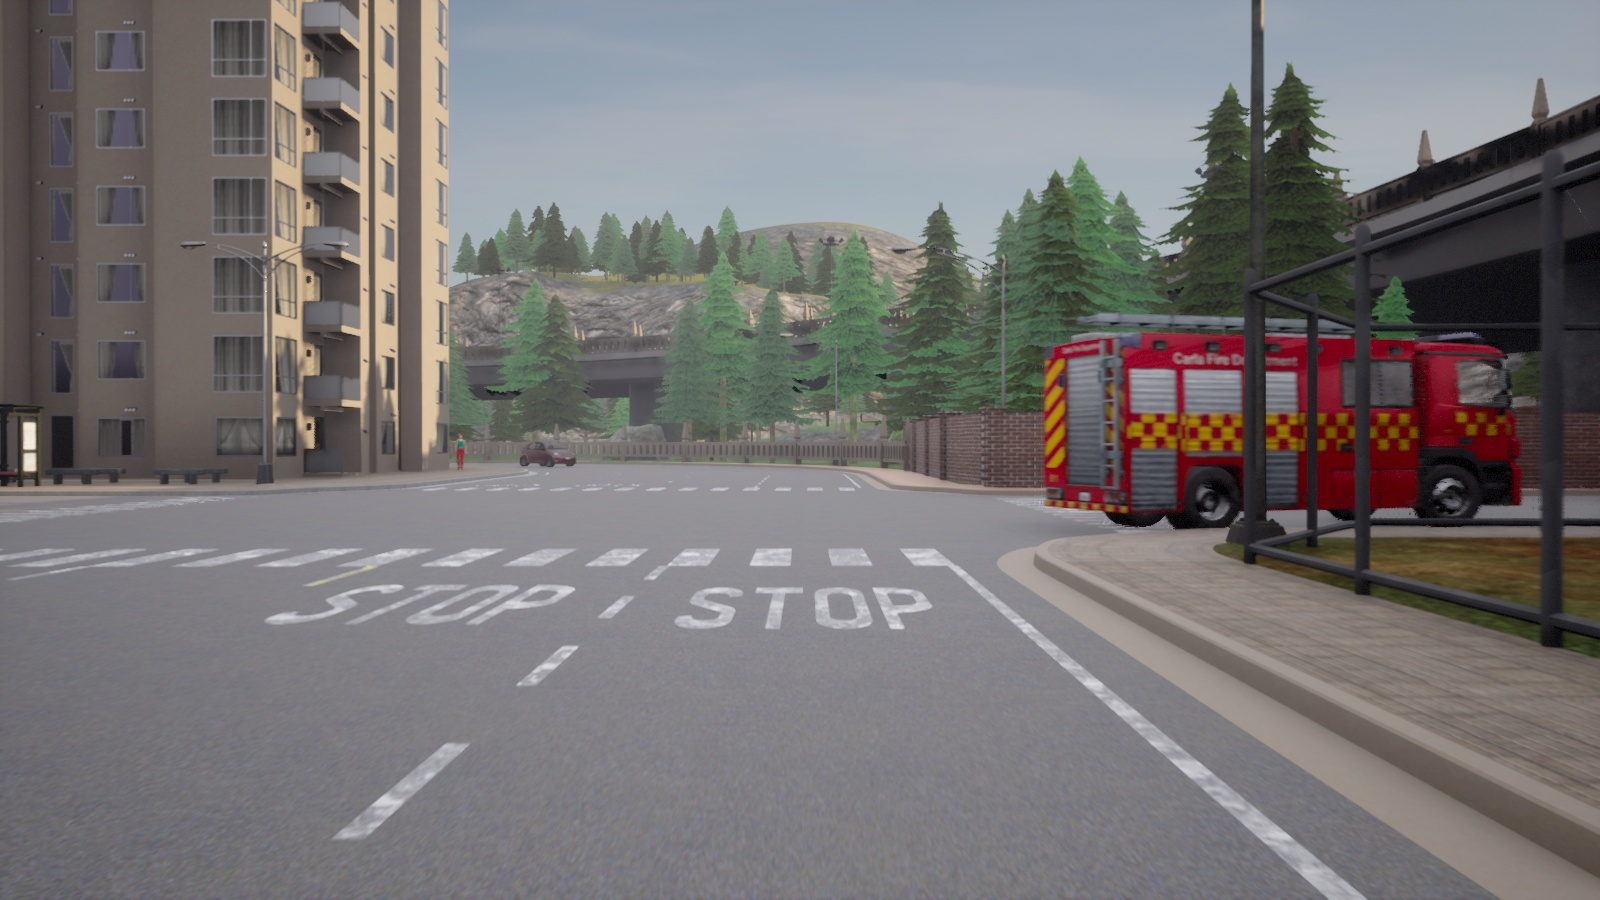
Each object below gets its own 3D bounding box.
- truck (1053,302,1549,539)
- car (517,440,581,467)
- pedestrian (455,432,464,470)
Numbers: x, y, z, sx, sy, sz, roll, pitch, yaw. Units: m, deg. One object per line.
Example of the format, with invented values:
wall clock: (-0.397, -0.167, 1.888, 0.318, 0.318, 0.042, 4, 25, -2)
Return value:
truck: (9.120, -0.484, 22.938, 8.468, 3.827, 2.891, 0, 0, -17)
car: (-15.628, 0.192, 78.069, 3.988, 1.617, 1.851, 0, 0, 42)
pedestrian: (-16.578, 0.042, 61.177, 0.345, 1.836, 0.594, 0, 0, -10)
